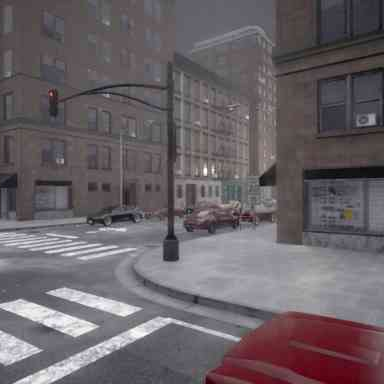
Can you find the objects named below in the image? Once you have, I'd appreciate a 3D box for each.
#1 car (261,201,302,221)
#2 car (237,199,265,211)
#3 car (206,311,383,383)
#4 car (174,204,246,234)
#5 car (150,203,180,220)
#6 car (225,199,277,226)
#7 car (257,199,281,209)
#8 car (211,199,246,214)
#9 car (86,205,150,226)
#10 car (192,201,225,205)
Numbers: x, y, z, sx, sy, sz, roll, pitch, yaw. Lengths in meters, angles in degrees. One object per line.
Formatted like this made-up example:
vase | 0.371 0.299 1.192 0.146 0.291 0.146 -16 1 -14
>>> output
car | 7.668 1.495 28.010 1.752 1.417 4.829 0 0 36
car | 7.459 1.600 41.515 1.802 1.307 4.206 0 0 36
car | 2.351 1.601 2.013 4.718 1.301 1.895 0 0 36
car | 1.149 1.555 18.893 1.802 1.307 4.206 0 0 36
car | -2.170 1.604 28.049 1.802 1.307 4.206 0 0 36
car | 4.359 1.412 23.383 1.967 1.590 4.097 0 0 36
car | 10.668 1.601 46.004 1.802 1.307 4.206 0 0 36
car | 4.150 1.545 36.888 1.752 1.417 4.829 0 0 36
car | -5.380 1.590 23.560 1.947 1.339 4.313 0 0 36
car | 1.040 1.565 32.538 1.887 1.381 4.507 0 0 36
